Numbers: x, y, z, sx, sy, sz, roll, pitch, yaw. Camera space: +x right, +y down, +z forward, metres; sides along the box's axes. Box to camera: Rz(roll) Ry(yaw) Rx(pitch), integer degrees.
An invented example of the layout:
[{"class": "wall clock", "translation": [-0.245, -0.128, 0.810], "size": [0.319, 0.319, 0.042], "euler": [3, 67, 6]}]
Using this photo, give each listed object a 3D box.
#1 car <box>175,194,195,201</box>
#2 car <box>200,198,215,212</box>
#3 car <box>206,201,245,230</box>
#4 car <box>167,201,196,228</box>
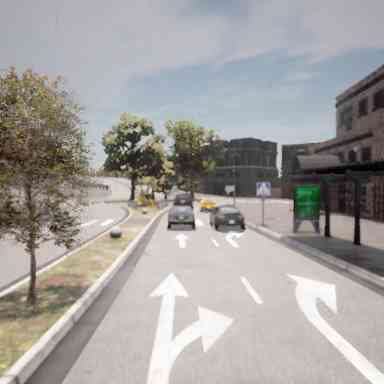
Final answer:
[{"class": "car", "translation": [-0.904, 1.221, 39.646], "size": [2.150, 2.045, 5.566], "euler": [0, 0, 2]}, {"class": "car", "translation": [1.969, 1.478, 39.402], "size": [1.882, 1.535, 5.008], "euler": [0, 0, 2]}, {"class": "car", "translation": [2.207, 1.569, 21.510], "size": [1.812, 1.442, 4.674], "euler": [0, 0, -3]}, {"class": "car", "translation": [-0.720, 1.598, 22.515], "size": [2.033, 1.411, 5.357], "euler": [0, 0, -2]}]
